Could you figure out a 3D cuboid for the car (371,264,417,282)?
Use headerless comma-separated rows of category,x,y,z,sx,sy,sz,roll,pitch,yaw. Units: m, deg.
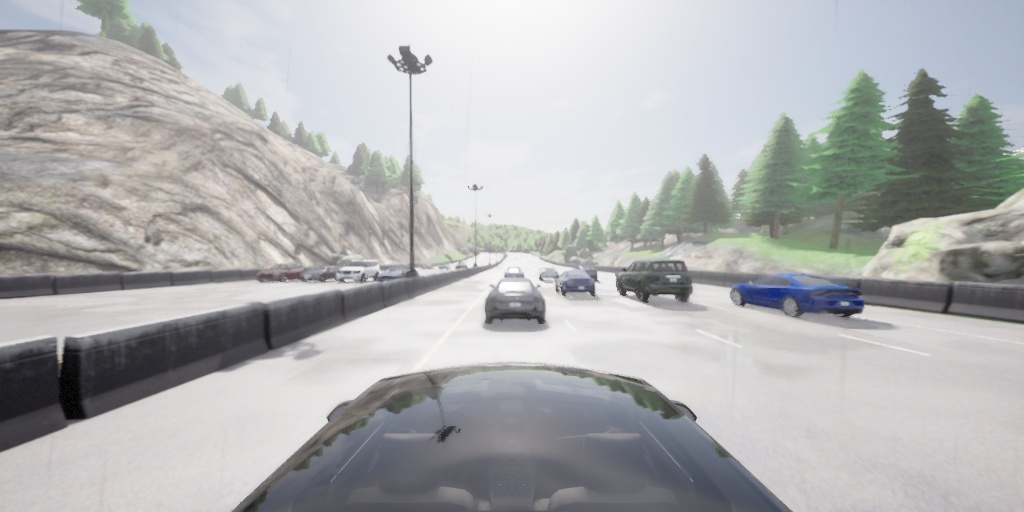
car,-10.513,1.707,32.635,2.033,1.411,5.357,0,-1,0

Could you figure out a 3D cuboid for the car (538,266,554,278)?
car,3.696,1.751,36.578,1.812,1.442,4.674,0,-1,0

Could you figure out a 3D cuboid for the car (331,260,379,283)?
car,-14.009,1.385,33.135,2.150,2.045,5.566,0,-1,0

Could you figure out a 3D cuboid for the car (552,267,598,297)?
car,3.649,1.541,21.074,1.812,1.442,4.674,0,-1,0

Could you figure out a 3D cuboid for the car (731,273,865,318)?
car,10.619,1.402,13.889,1.882,1.535,5.008,0,-1,0

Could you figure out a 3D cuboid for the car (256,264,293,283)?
car,-21.008,1.505,32.817,2.097,1.767,4.553,0,-1,0

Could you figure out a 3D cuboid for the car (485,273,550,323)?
car,0.112,1.465,12.814,1.994,1.385,4.181,0,-1,0

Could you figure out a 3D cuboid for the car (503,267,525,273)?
car,0.179,1.700,31.443,2.033,1.411,5.357,0,-1,0

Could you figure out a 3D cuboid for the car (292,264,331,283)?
car,-17.508,1.651,33.083,2.128,1.511,4.902,0,-1,0

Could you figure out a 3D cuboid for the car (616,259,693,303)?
car,7.141,1.205,18.523,2.150,2.045,5.566,0,-1,0

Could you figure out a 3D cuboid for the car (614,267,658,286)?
car,10.679,1.709,31.424,2.033,1.411,5.357,0,-1,0
